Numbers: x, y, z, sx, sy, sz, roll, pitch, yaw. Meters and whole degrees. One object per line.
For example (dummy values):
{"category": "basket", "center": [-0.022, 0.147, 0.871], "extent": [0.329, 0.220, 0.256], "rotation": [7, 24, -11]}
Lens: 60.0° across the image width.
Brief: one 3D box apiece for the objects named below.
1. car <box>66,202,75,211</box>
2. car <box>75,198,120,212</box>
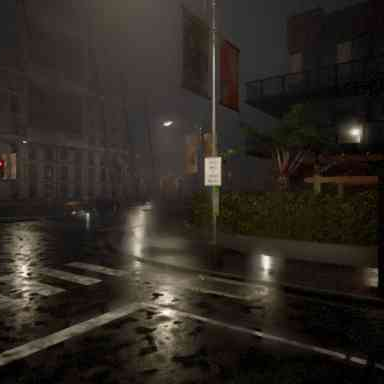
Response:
{"category": "car", "center": [-13.050, 1.478, 40.877], "extent": [1.882, 1.535, 5.008], "rotation": [0, 0, 35]}
{"category": "car", "center": [-10.553, 1.505, 38.334], "extent": [1.837, 1.490, 4.892], "rotation": [0, 0, 36]}
